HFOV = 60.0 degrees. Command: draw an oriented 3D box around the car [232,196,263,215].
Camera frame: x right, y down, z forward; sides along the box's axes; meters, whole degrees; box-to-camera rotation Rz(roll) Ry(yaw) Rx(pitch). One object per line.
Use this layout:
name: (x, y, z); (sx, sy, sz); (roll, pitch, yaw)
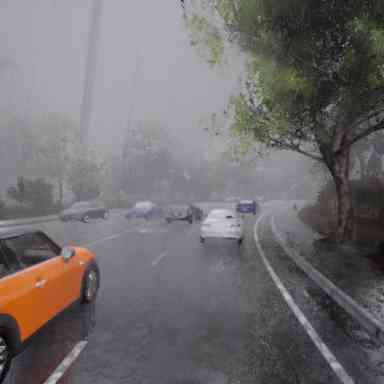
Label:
car: (5.650, 1.454, 33.210); (1.882, 1.535, 5.008); (0, 0, 18)

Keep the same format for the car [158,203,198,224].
car: (-0.482, 1.508, 24.297); (2.033, 1.411, 5.357); (0, 0, 13)

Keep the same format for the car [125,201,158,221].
car: (-3.689, 1.467, 26.590); (1.812, 1.442, 4.674); (0, 0, 14)

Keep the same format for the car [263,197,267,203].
car: (13.008, 1.502, 64.693); (1.994, 1.385, 4.181); (0, 0, 34)

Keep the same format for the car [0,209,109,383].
car: (-3.092, 1.333, 5.255); (2.097, 1.767, 4.553); (0, 0, 3)

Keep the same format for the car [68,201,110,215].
car: (-7.753, 1.431, 24.418); (1.837, 1.490, 4.892); (0, 0, 12)

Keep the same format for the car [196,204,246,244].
car: (1.492, 1.509, 15.699); (1.812, 1.442, 4.674); (0, 0, 8)

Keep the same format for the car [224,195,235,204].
car: (7.772, 1.414, 62.978); (2.128, 1.511, 4.902); (0, 0, 32)
